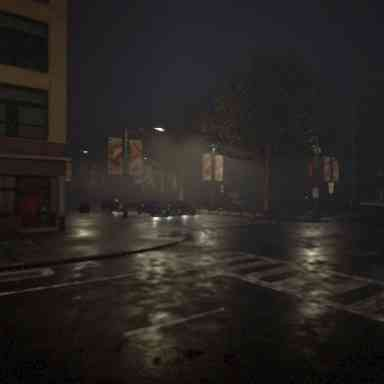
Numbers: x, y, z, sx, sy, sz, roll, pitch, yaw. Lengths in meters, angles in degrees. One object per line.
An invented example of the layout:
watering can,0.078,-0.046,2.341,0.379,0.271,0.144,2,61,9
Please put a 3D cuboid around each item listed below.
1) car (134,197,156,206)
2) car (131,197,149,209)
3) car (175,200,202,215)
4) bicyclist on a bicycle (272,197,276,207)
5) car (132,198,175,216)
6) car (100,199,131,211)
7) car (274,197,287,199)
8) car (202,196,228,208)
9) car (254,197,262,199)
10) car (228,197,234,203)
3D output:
car,-8.500,1.653,59.625,1.882,1.535,5.008,0,0,-36
car,-7.289,1.725,44.151,1.895,1.301,4.718,0,0,-35
car,-1.441,1.629,35.997,1.837,1.490,4.892,0,0,-36
bicyclist on a bicycle,12.205,1.548,50.375,1.656,1.620,0.582,0,0,-36
car,-4.009,1.628,33.564,1.812,1.442,4.674,0,0,-35
car,-9.997,1.594,41.925,2.128,1.511,4.902,0,0,-35
car,17.967,1.665,69.002,2.002,1.452,4.674,0,0,-36
car,2.568,1.746,50.427,2.033,1.411,5.357,0,0,-36
car,17.127,1.855,82.932,1.895,1.301,4.718,0,0,-36
car,7.482,1.732,76.473,2.161,1.482,4.786,0,0,-36
